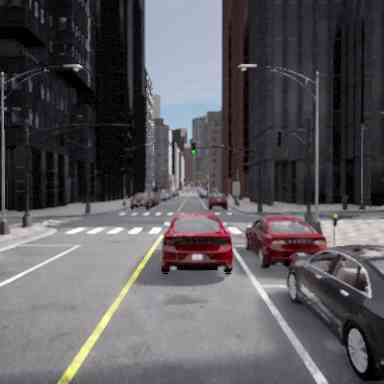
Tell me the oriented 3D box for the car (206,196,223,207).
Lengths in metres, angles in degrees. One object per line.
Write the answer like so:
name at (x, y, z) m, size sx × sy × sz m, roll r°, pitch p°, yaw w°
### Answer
car at (2.894, 1.178, 43.415) m, size 1.947 × 1.339 × 4.313 m, roll 0°, pitch 0°, yaw 0°

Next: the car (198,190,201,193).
car at (3.017, 0.884, 82.921) m, size 1.947 × 1.339 × 4.313 m, roll 0°, pitch 0°, yaw 0°

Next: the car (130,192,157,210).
car at (-5.649, 0.974, 37.805) m, size 2.192 × 1.841 × 5.009 m, roll 0°, pitch 0°, yaw 0°

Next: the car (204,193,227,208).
car at (2.876, 0.975, 37.769) m, size 2.192 × 1.841 × 5.009 m, roll 0°, pitch 0°, yaw 0°

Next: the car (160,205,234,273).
car at (0.130, 1.380, 10.357) m, size 1.882 × 1.535 × 5.008 m, roll 0°, pitch 0°, yaw 0°

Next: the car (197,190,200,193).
car at (3.052, 0.785, 94.210) m, size 2.008 × 1.369 × 4.403 m, roll 0°, pitch 0°, yaw 0°

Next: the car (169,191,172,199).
car at (-5.562, 0.962, 65.852) m, size 1.752 × 1.417 × 4.829 m, roll 0°, pitch 0°, yaw 0°

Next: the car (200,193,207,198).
car at (3.035, 0.842, 88.566) m, size 1.947 × 1.339 × 4.313 m, roll 0°, pitch 0°, yaw 0°

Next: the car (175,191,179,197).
car at (-5.492, 0.591, 88.595) m, size 2.192 × 1.841 × 5.009 m, roll 0°, pitch 0°, yaw 0°

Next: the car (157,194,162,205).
car at (-5.632, 0.927, 43.448) m, size 2.192 × 1.841 × 5.009 m, roll 0°, pitch 0°, yaw 0°

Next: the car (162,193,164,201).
car at (-5.613, 1.131, 49.093) m, size 1.947 × 1.339 × 4.313 m, roll 0°, pitch 0°, yaw 0°

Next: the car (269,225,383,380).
car at (2.777, 1.501, 5.207) m, size 2.008 × 1.369 × 4.403 m, roll 0°, pitch 1°, yaw 0°

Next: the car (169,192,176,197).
car at (-5.473, 0.778, 94.241) m, size 1.887 × 1.381 × 4.507 m, roll 0°, pitch 0°, yaw 0°

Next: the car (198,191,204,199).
car at (2.999, 0.902, 77.276) m, size 1.887 × 1.381 × 4.507 m, roll 0°, pitch 0°, yaw 0°

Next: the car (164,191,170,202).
car at (-5.578, 1.043, 60.380) m, size 1.947 × 1.339 × 4.313 m, roll 0°, pitch 0°, yaw 0°

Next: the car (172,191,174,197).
car at (-5.544, 0.941, 71.666) m, size 1.887 × 1.381 × 4.507 m, roll 0°, pitch 0°, yaw 0°

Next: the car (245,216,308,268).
car at (2.793, 1.444, 10.732) m, size 1.887 × 1.381 × 4.507 m, roll 0°, pitch 1°, yaw 0°
